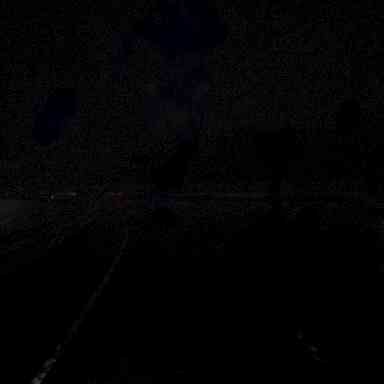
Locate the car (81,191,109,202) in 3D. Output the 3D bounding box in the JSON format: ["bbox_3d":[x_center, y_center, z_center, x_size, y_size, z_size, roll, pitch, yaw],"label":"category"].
[{"bbox_3d":[-15.869,0.951,53.967,2.033,1.411,5.357,-1,1,-34],"label":"car"}]

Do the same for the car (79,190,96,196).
[{"bbox_3d":[-22.448,0.786,68.684,2.128,1.511,4.902,-1,1,-43],"label":"car"}]

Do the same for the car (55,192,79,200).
[{"bbox_3d":[-25.075,0.909,66.389,1.895,1.301,4.718,-1,1,-43],"label":"car"}]

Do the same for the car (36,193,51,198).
[{"bbox_3d":[-34.996,0.857,76.367,4.718,1.301,1.895,0,1,41],"label":"car"}]

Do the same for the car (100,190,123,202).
[{"bbox_3d":[-13.489,0.824,56.715,1.882,1.535,5.008,-1,1,-34],"label":"car"}]

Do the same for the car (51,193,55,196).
[{"bbox_3d":[-32.844,0.803,79.145,4.718,1.301,1.895,0,1,41],"label":"car"}]

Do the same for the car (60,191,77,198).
[{"bbox_3d":[-30.301,0.629,81.554,5.008,1.535,1.882,0,1,41],"label":"car"}]

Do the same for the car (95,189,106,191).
[{"bbox_3d":[-19.946,0.431,71.127,2.150,2.045,5.566,-1,1,-43],"label":"car"}]
